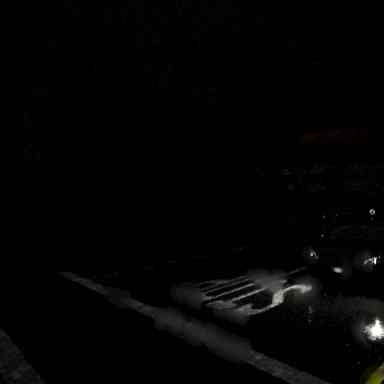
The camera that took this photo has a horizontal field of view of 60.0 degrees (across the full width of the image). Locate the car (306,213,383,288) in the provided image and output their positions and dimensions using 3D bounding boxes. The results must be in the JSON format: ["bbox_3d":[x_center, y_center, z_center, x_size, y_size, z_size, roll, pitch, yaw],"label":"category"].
[{"bbox_3d":[4.892,1.545,9.521,1.812,1.442,4.674,-1,-1,40],"label":"car"}]

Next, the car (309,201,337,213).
[{"bbox_3d":[16.352,1.850,41.806,1.812,1.442,4.674,1,-1,-5],"label":"car"}]

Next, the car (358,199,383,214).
[{"bbox_3d":[14.015,1.403,25.044,2.097,1.767,4.553,0,0,17],"label":"car"}]
